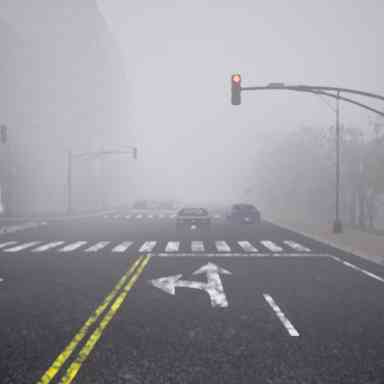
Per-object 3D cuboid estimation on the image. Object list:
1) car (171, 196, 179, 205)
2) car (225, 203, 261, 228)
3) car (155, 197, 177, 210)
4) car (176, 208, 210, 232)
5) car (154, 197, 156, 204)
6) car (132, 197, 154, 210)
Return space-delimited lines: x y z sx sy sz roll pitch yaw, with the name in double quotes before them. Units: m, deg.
"car" -3.321 1.543 61.052 2.128 1.511 4.902 0 0 0
"car" 3.336 1.494 22.582 1.882 1.535 5.008 0 0 0
"car" -3.354 1.632 43.740 1.895 1.301 4.718 0 0 0
"car" 0.077 1.629 20.334 1.895 1.301 4.718 -1 0 0
"car" -6.576 1.614 59.621 1.994 1.385 4.181 0 0 0
"car" -6.602 1.595 43.777 1.994 1.385 4.181 0 0 0
